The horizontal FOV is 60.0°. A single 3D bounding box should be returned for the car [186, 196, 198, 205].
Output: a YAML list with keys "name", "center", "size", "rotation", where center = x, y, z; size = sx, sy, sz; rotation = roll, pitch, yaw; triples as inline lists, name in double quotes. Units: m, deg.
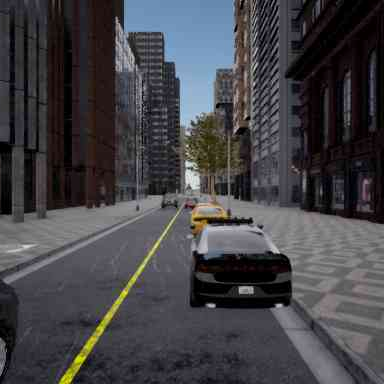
- name: "car"
  center: [-0.006, 1.484, 58.550]
  size: [1.882, 1.535, 5.008]
  rotation: [0, 0, 0]

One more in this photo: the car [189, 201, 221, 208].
- name: "car"
  center: [0.898, 1.480, 17.998]
  size: [1.882, 1.535, 5.008]
  rotation: [0, 0, 0]

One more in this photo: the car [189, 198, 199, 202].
- name: "car"
  center: [0.897, 1.459, 24.189]
  size: [1.801, 1.575, 5.366]
  rotation: [0, 0, 0]

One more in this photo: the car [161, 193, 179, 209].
- name: "car"
  center: [-3.004, 1.227, 45.981]
  size: [2.150, 2.045, 5.566]
  rotation: [0, 0, 0]

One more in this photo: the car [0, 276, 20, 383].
- name: "car"
  center: [-3.101, 1.505, 2.302]
  size: [1.837, 1.490, 4.892]
  rotation: [0, 0, 0]

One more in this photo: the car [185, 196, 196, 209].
- name: "car"
  center: [0.015, 1.570, 45.944]
  size: [1.994, 1.385, 4.181]
  rotation: [0, 0, 1]

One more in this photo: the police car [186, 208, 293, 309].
- name: "police car"
  center: [0.899, 1.426, 8.108]
  size: [1.930, 1.638, 5.238]
  rotation: [0, 0, 0]
